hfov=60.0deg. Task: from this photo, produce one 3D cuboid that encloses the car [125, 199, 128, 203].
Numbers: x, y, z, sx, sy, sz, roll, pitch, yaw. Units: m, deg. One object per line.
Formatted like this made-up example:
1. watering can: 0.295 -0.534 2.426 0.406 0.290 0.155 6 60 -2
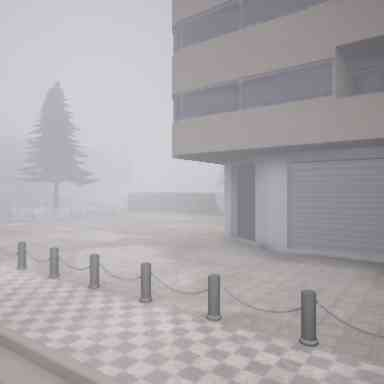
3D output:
1. car: -11.137 1.559 65.741 1.812 1.442 4.674 0 0 36
